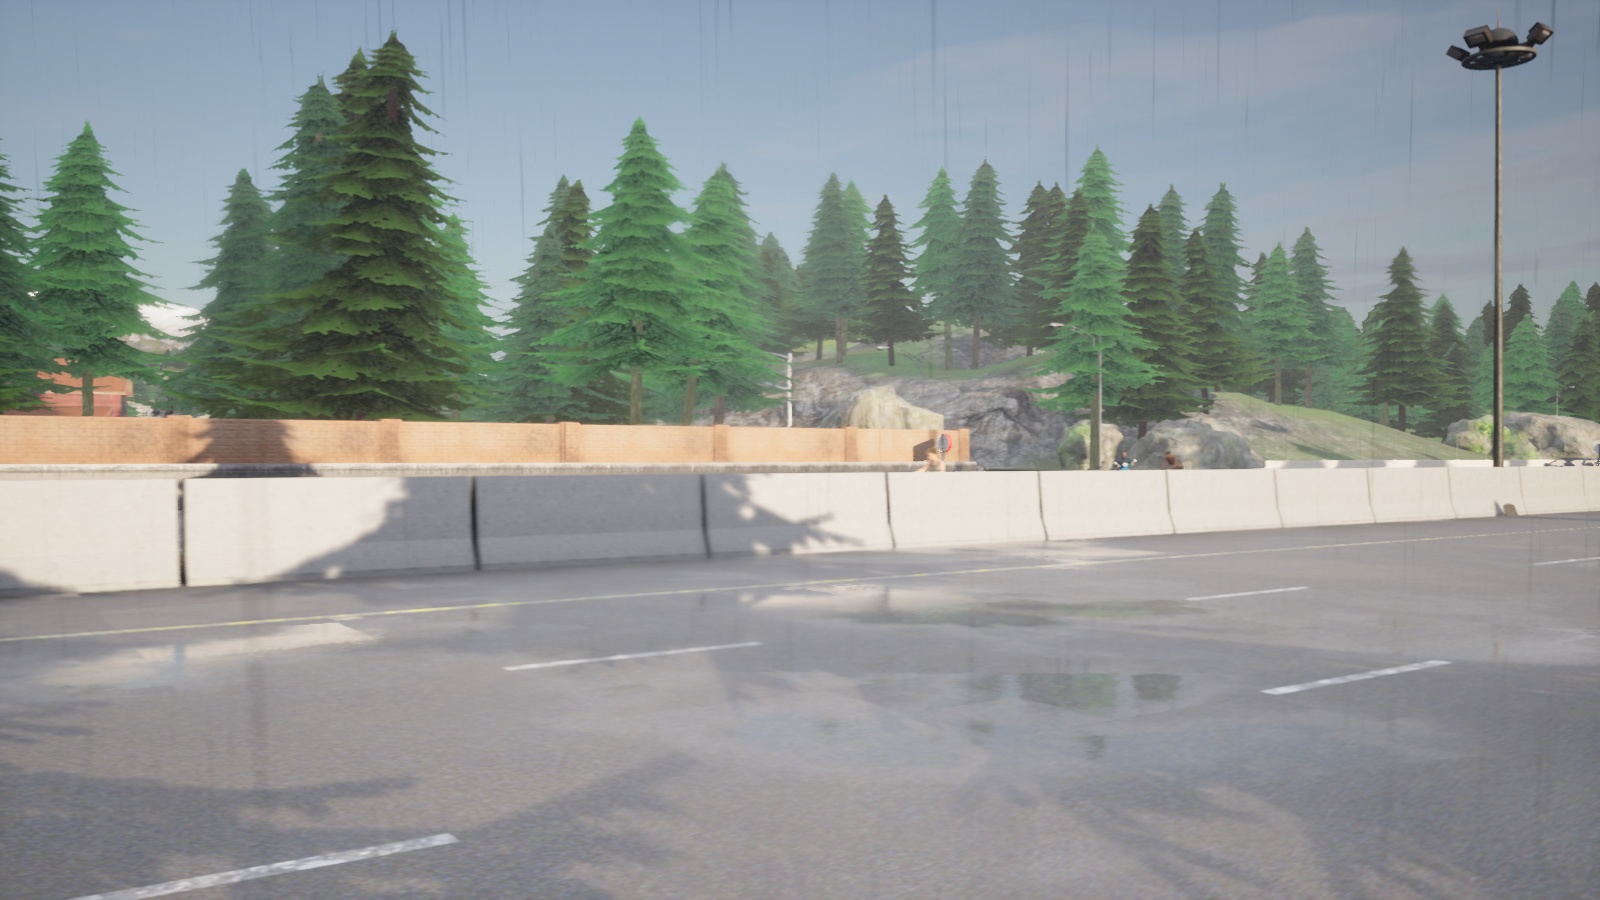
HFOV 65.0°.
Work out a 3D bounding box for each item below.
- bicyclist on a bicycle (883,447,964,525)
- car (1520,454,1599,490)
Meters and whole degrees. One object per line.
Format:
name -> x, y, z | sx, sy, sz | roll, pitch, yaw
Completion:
bicyclist on a bicycle -> 2.648, 0.742, 26.855 | 1.509, 1.612, 0.866 | 0, 0, -35
car -> 31.441, 0.868, 51.248 | 4.181, 1.385, 1.994 | 0, 0, -35
